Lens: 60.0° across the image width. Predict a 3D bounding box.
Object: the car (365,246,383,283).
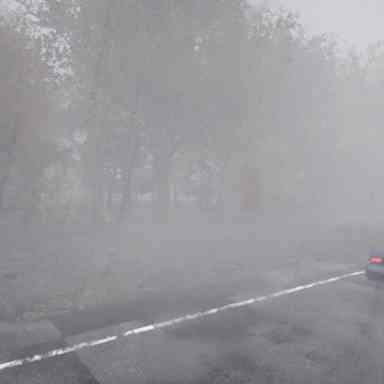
[{"bbox_3d":[6.442,1.576,8.344,5.357,1.411,2.033,0,0,-36],"label":"car"}]
